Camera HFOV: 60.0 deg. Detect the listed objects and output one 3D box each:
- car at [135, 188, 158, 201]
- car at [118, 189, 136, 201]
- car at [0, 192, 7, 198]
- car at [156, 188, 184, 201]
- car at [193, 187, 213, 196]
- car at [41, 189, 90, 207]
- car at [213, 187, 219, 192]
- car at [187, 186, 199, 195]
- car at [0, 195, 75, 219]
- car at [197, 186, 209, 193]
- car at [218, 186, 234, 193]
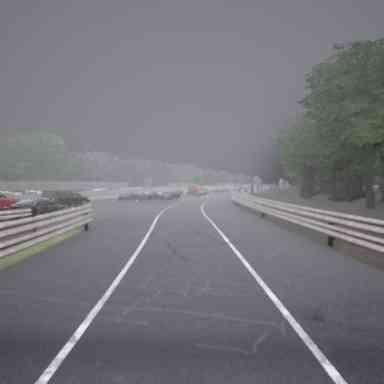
[{"bbox_3d":[-6.461,0.554,51.055,1.812,1.442,4.674,0,1,17],"label":"car"},{"bbox_3d":[-9.806,0.589,52.080,1.994,1.385,4.181,0,1,17],"label":"car"},{"bbox_3d":[-17.191,0.903,28.053,2.150,2.045,5.566,0,2,17],"label":"car"},{"bbox_3d":[-3.114,0.521,50.032,2.128,1.511,4.902,0,1,17],"label":"car"},{"bbox_3d":[2.189,0.126,67.280,1.994,1.385,4.181,0,1,17],"label":"car"},{"bbox_3d":[-12.260,0.762,32.182,2.150,2.045,5.566,0,2,17],"label":"car"},{"bbox_3d":[7.088,-0.627,95.130,2.033,1.411,5.357,0,1,17],"label":"car"},{"bbox_3d":[0.620,-0.372,74.091,2.150,2.045,5.566,0,1,17],"label":"car"},{"bbox_3d":[-11.039,1.240,24.245,1.837,1.490,4.892,0,2,17],"label":"car"},{"bbox_3d":[3.141,-0.762,94.200,2.097,1.767,4.553,0,1,17],"label":"car"},{"bbox_3d":[9.251,-0.509,90.255,1.994,1.385,4.181,0,1,17],"label":"car"}]
